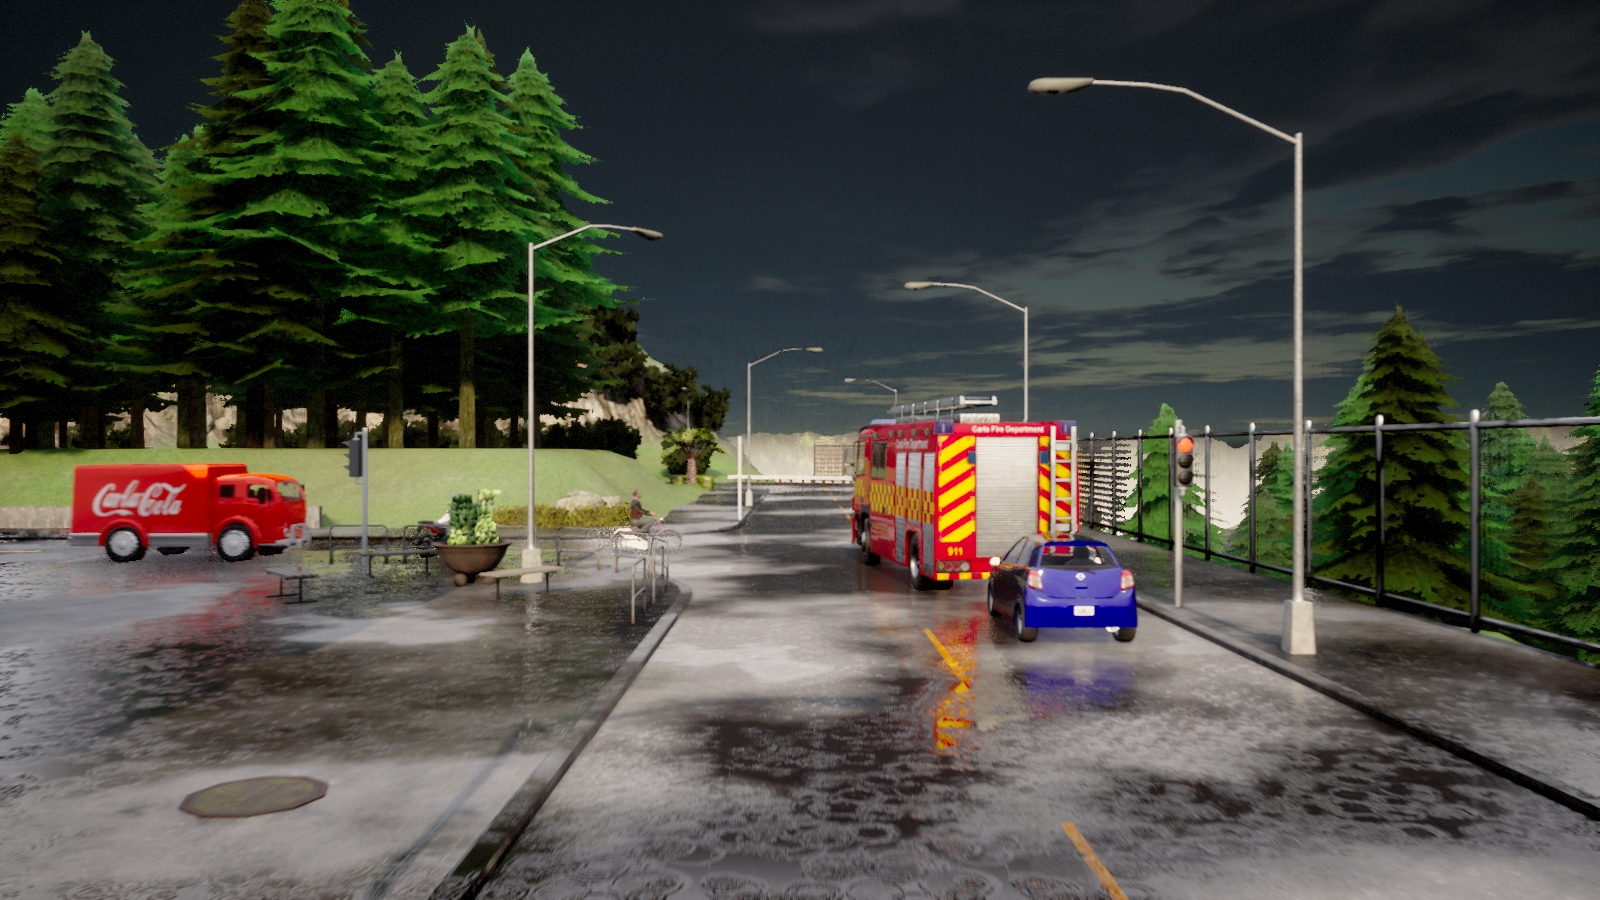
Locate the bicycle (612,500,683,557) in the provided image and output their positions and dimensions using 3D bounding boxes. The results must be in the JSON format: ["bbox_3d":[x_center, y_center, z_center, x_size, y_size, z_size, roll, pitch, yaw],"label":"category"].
[{"bbox_3d":[-4.021,2.060,30.127,1.835,1.471,0.329,0,0,-12],"label":"bicycle"}]

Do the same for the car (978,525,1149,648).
[{"bbox_3d":[3.999,2.038,17.925,1.845,1.501,3.633,0,0,0],"label":"car"}]

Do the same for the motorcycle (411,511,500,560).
[{"bbox_3d":[-8.857,2.186,29.419,2.033,1.199,0.803,0,-1,-1],"label":"motorcycle"}]

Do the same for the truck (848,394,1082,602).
[{"bbox_3d":[3.267,0.890,25.434,2.891,3.827,8.468,0,0,-8],"label":"truck"}]

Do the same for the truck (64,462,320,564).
[{"bbox_3d":[-15.504,1.568,29.415,5.204,2.467,2.627,0,0,0],"label":"truck"}]
